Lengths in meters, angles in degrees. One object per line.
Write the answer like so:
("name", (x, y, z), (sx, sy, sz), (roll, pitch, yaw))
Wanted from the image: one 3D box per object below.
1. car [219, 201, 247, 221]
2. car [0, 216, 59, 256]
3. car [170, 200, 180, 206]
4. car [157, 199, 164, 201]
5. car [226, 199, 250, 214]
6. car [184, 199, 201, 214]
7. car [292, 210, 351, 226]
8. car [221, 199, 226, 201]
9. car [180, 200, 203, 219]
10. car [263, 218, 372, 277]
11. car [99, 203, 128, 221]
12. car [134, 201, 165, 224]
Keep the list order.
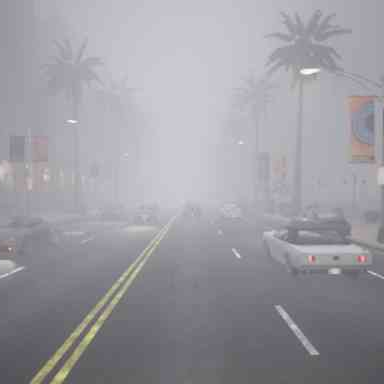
("car", (3.543, 1.851, 30.501), (1.812, 1.442, 4.674), (0, -1, 0))
("car", (-7.125, 1.711, 13.679), (1.994, 1.385, 4.181), (0, -1, 0))
("car", (-3.413, 2.287, 69.025), (1.994, 1.385, 4.181), (0, -1, 1))
("car", (-6.887, 2.286, 71.972), (1.812, 1.442, 4.674), (0, -1, 1))
("car", (6.510, 1.853, 46.836), (2.185, 1.767, 4.553), (0, -1, 0))
("car", (0.022, 1.814, 43.401), (2.097, 1.767, 4.553), (0, -1, -1))
("car", (6.555, 1.667, 17.462), (2.231, 1.521, 4.892), (0, -1, 0))
("car", (6.776, 2.244, 68.763), (2.161, 1.482, 4.786), (0, -1, 0))
("car", (0.036, 1.859, 33.172), (1.837, 1.490, 4.892), (0, -1, 0))
("car", (3.579, 1.714, 10.550), (1.895, 1.301, 4.718), (0, -1, 0))
("car", (-7.157, 1.833, 30.782), (1.837, 1.490, 4.892), (0, -1, 0))
("car", (-3.652, 1.790, 27.980), (2.128, 1.511, 4.902), (0, -1, 0))
